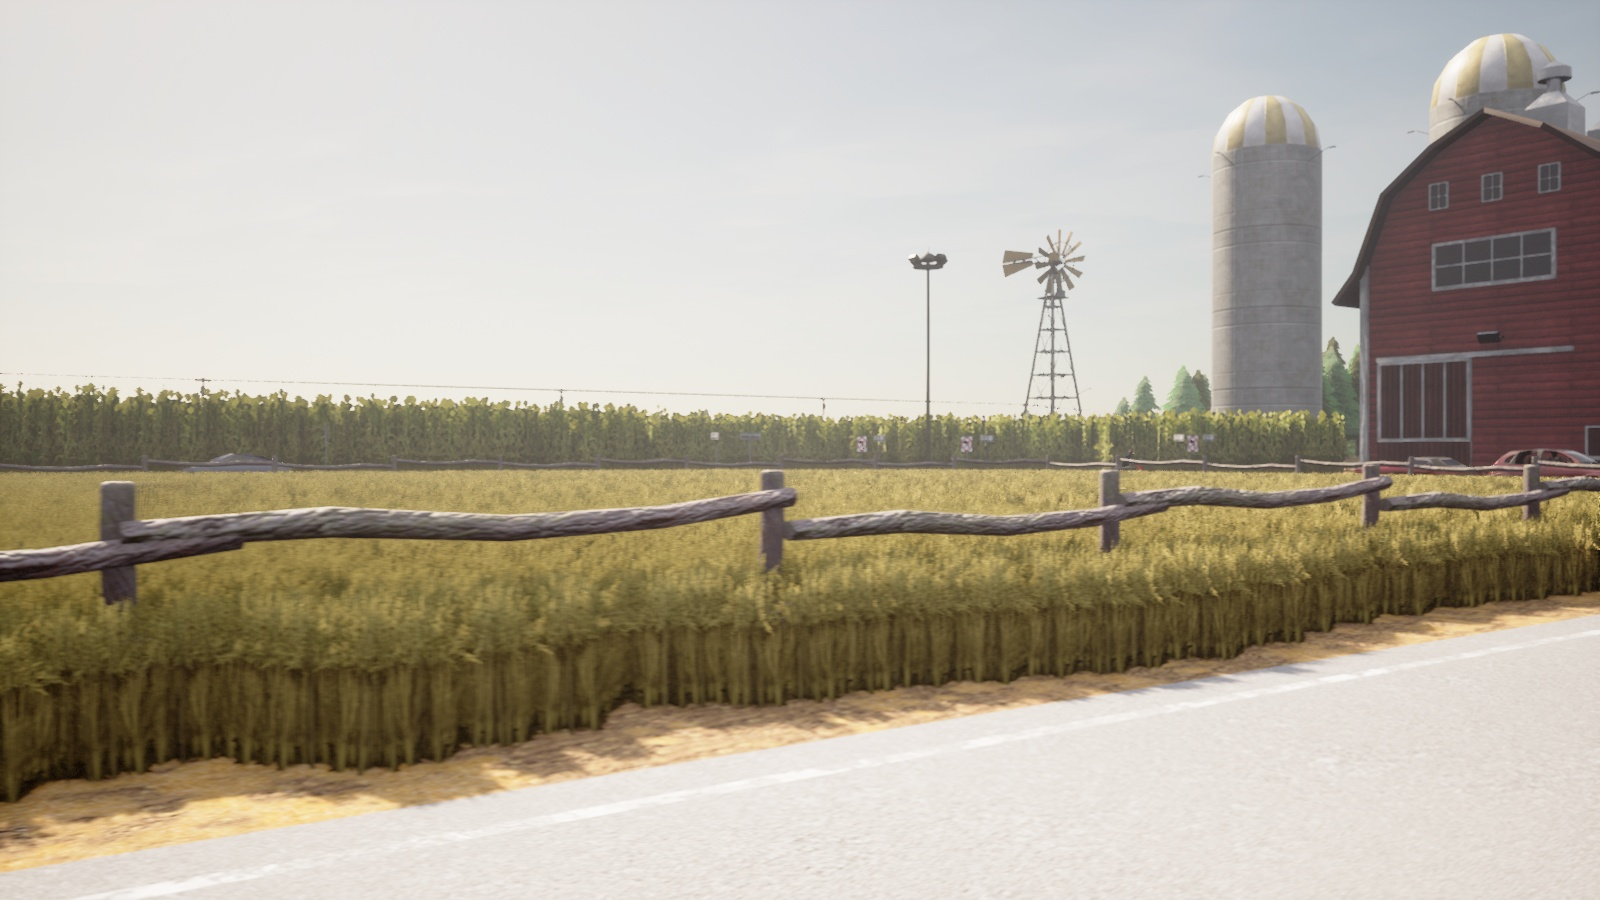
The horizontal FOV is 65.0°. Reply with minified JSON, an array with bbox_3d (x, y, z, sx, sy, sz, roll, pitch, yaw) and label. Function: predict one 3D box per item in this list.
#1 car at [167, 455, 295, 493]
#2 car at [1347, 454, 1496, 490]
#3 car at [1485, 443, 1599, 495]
[{"bbox_3d":[-21.838,0.895,48.265,4.181,1.385,1.994,0,0,-35],"label":"car"},{"bbox_3d":[23.599,0.812,47.852,1.895,1.301,4.718,0,0,-38],"label":"car"},{"bbox_3d":[24.725,0.597,40.749,1.851,1.617,3.988,0,0,-38],"label":"car"}]
